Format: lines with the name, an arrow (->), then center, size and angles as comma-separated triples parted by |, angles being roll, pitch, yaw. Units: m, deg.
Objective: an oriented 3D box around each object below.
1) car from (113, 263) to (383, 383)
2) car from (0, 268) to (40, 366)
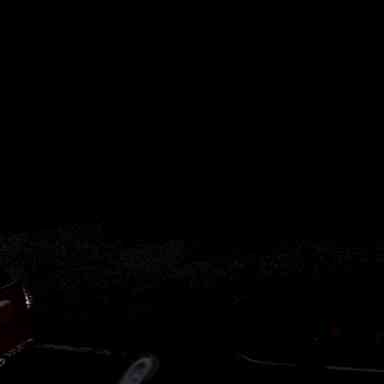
car -> 1.319, 1.401, 2.928 | 4.097, 1.590, 1.967 | -1, 0, 13
car -> -4.180, 1.496, 4.169 | 4.097, 1.590, 1.967 | -1, 0, 13
